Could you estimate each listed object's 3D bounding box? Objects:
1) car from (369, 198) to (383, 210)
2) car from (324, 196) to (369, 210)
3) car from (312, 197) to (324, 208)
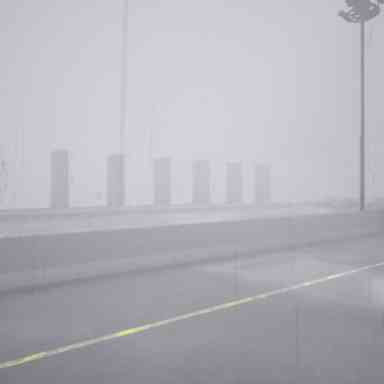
[{"bbox_3d":[21.643,1.324,37.108,5.357,1.411,2.033,0,0,-36],"label":"car"},{"bbox_3d":[18.039,1.273,38.771,4.902,1.511,2.128,0,0,-36],"label":"car"},{"bbox_3d":[17.393,1.293,42.670,4.674,1.442,1.812,0,0,-36],"label":"car"}]
